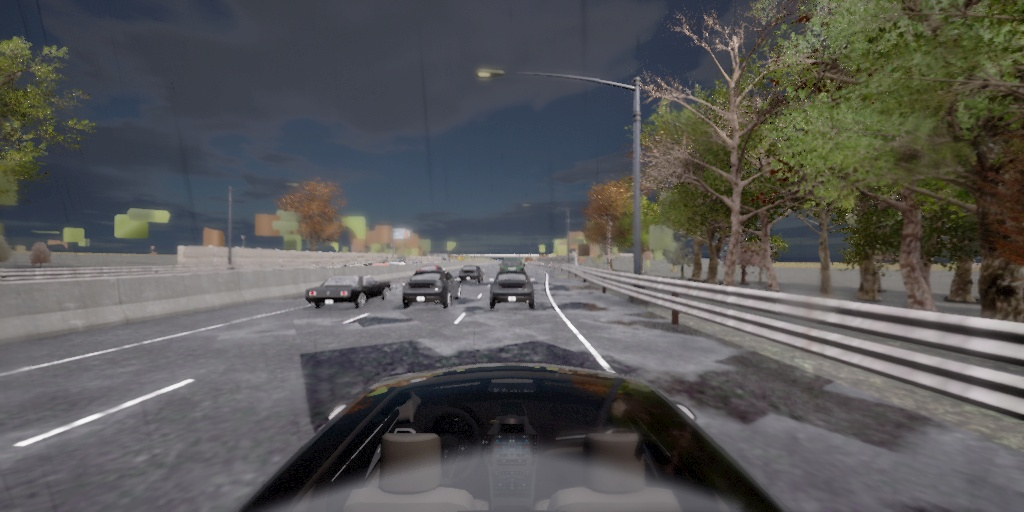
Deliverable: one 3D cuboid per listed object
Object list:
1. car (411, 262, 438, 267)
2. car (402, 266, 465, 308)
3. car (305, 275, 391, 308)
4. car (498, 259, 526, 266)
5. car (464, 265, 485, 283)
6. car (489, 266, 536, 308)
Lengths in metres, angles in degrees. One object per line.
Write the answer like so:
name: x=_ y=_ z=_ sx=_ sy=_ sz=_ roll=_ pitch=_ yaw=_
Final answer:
car: x=-6.989 y=1.523 z=31.344 sx=1.882 sy=1.535 sz=5.008 roll=0 pitch=0 yaw=0
car: x=-3.493 y=1.398 z=16.158 sx=1.837 sy=1.490 sz=4.892 roll=0 pitch=0 yaw=0
car: x=-6.996 y=1.489 z=15.962 sx=1.895 sy=1.301 sz=4.718 roll=0 pitch=-1 yaw=0
car: x=0.005 y=1.257 z=30.866 sx=2.150 sy=2.045 sz=5.566 roll=0 pitch=0 yaw=0
car: x=-3.491 y=1.551 z=31.164 sx=1.837 sy=1.490 sz=4.892 roll=0 pitch=0 yaw=0
car: x=0.007 y=1.398 z=16.146 sx=1.837 sy=1.490 sz=4.892 roll=0 pitch=0 yaw=0
